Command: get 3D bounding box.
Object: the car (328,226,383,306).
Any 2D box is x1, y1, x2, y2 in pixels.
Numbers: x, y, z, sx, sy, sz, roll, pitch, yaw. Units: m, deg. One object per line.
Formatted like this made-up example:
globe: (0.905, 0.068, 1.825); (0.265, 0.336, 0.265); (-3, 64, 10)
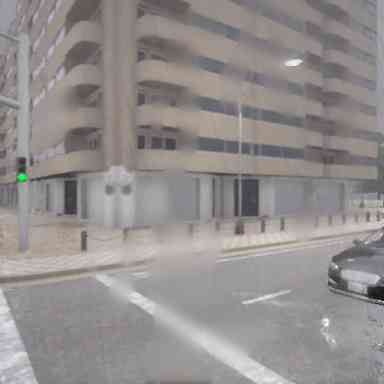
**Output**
car: (5.076, 1.510, 7.614); (4.902, 1.511, 2.128); (0, 0, -36)
